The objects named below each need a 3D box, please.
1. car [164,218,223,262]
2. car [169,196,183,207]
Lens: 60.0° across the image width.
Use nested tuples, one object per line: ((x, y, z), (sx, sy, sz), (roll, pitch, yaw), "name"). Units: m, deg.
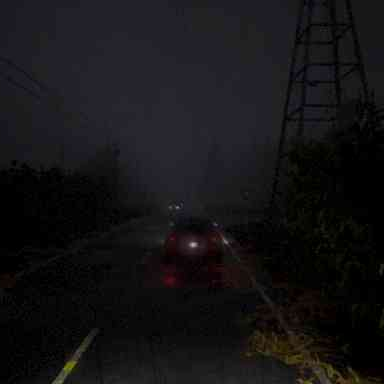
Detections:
((0.056, 1.643, 12.464), (1.994, 1.385, 4.181), (0, 0, 0), "car")
((-3.220, 1.930, 61.466), (2.033, 1.411, 5.357), (0, 0, 1), "car")
